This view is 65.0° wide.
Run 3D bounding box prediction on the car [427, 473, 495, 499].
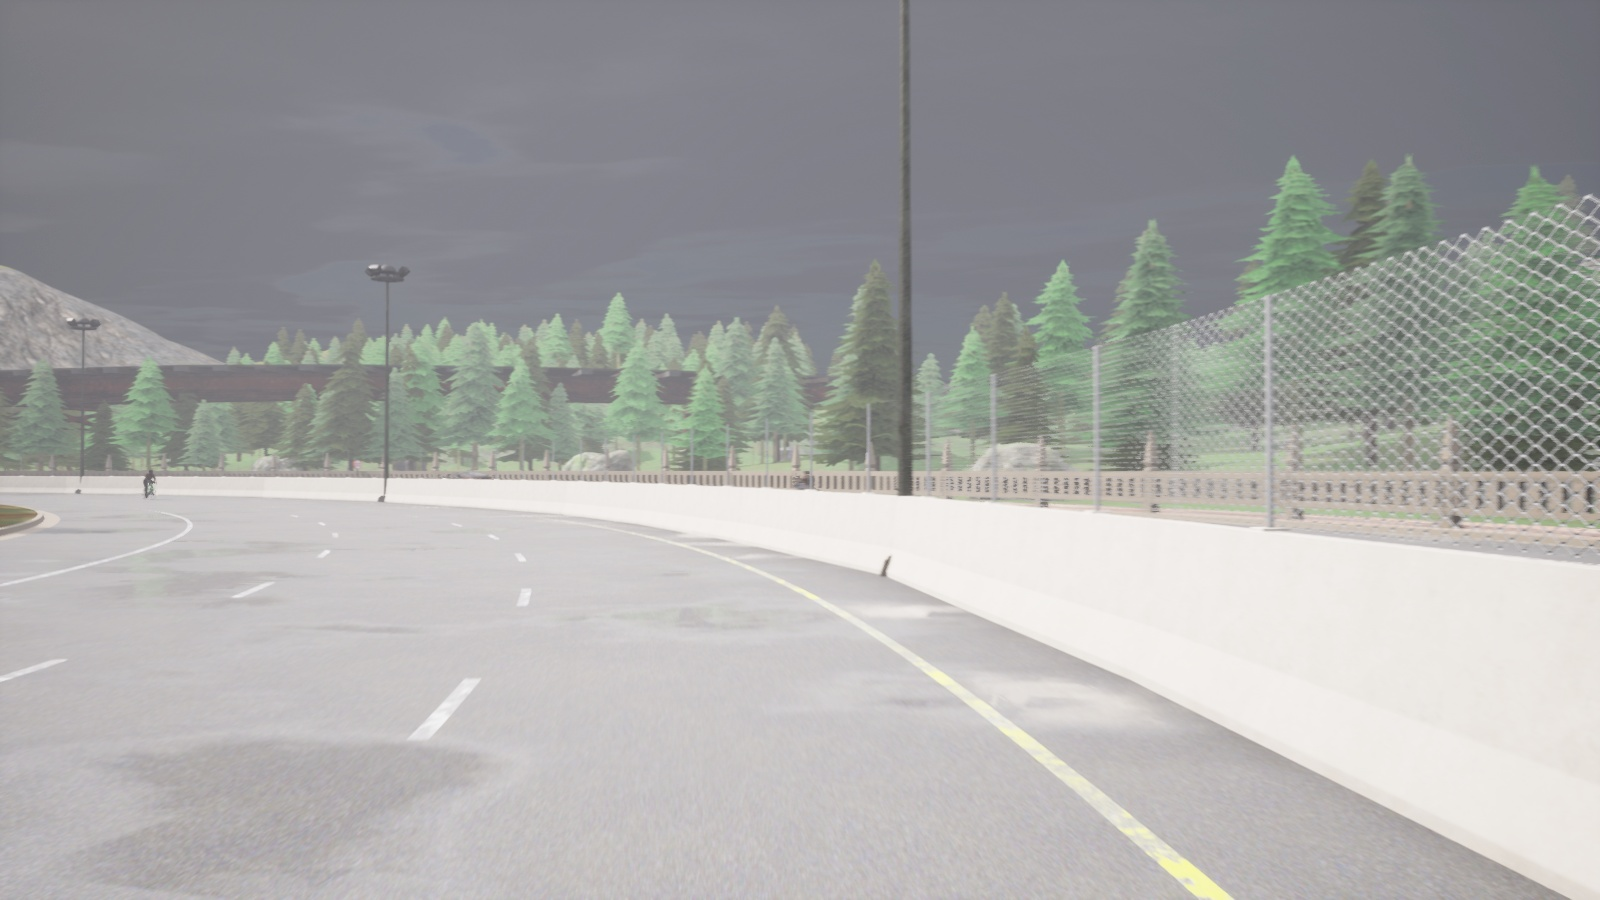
[{"bbox_3d":[-21.242,2.238,78.600,4.514,1.525,2.007,-1,-1,43],"label":"car"}]
